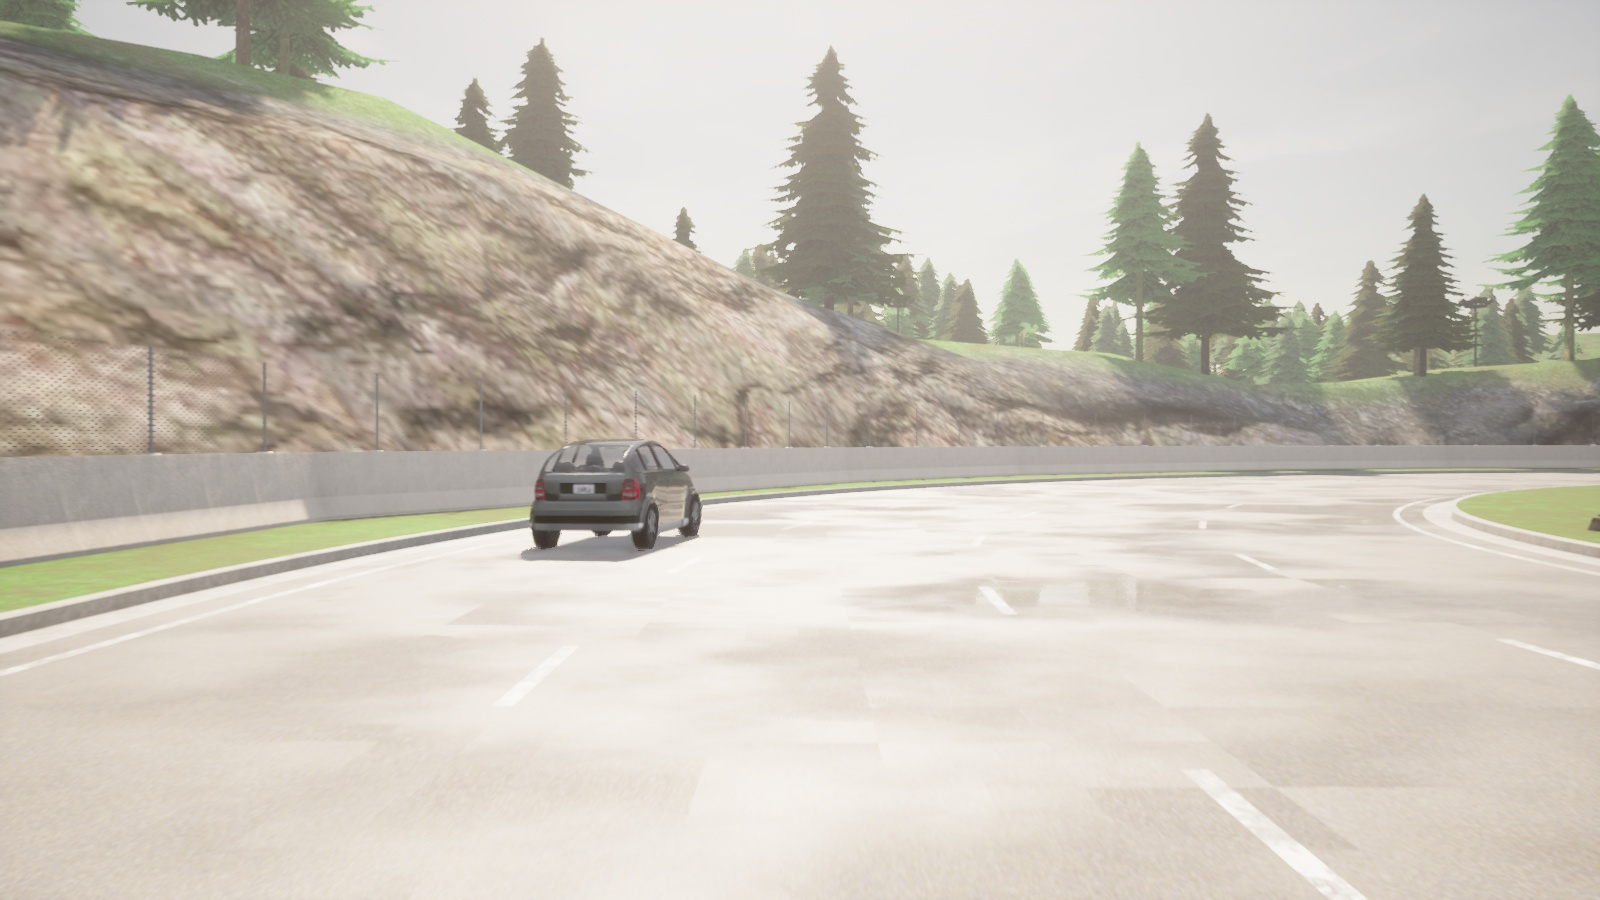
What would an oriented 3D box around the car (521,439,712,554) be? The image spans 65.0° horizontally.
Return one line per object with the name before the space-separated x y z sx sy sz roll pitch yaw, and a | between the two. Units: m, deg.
car | -2.634 0.616 18.876 1.789 1.549 3.705 0 0 9
